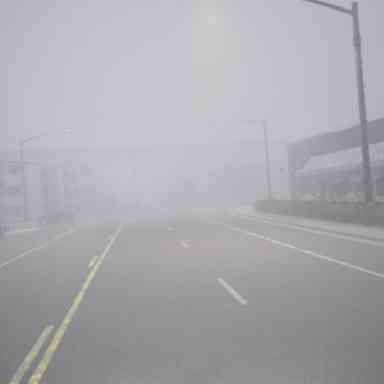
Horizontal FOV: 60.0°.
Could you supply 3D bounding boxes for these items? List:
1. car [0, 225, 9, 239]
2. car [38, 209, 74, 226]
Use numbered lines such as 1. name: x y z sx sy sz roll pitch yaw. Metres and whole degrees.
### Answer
1. car: -13.881 2.678 21.765 1.895 1.301 4.718 -4 0 -8
2. car: -14.425 2.643 35.574 2.128 1.511 4.902 -4 0 8
